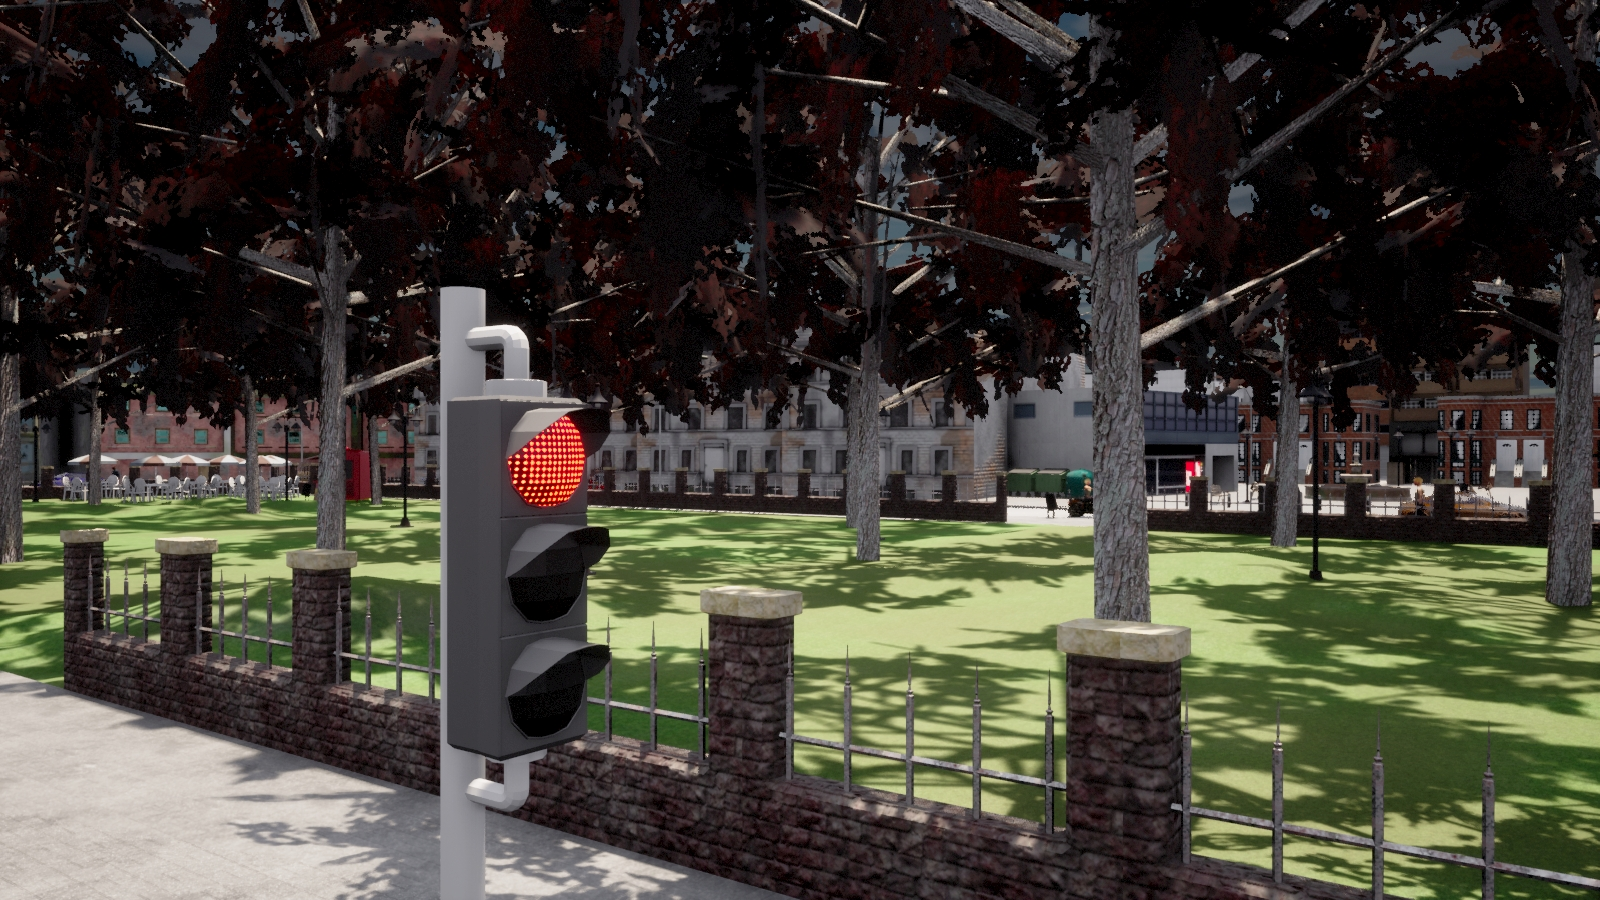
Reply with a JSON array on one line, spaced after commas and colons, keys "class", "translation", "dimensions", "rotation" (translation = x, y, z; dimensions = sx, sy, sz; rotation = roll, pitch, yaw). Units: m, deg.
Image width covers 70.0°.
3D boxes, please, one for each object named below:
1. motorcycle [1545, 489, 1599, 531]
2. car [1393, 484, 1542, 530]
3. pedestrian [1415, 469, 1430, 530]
[{"class": "motorcycle", "translation": [25.489, 1.950, 36.881], "dimensions": [2.356, 1.277, 0.764], "rotation": [0, 0, 36]}, {"class": "car", "translation": [22.703, 1.899, 38.900], "dimensions": [4.181, 1.385, 1.994], "rotation": [0, 0, 36]}, {"class": "pedestrian", "translation": [19.303, 1.523, 35.432], "dimensions": [0.375, 1.860, 0.375], "rotation": [0, 0, 36]}]
